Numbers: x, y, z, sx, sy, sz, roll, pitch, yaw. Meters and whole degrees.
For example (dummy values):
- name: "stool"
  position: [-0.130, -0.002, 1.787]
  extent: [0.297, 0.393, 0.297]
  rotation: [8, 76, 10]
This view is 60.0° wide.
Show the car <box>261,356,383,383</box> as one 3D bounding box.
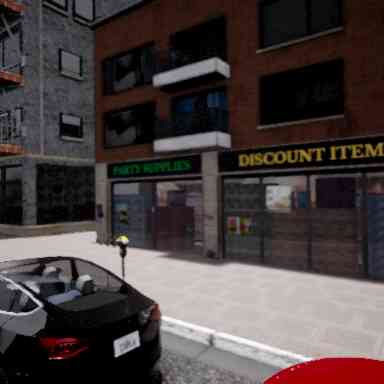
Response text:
- name: "car"
  position: [2.290, 1.547, 1.258]
  extent: [4.507, 1.381, 1.887]
  rotation: [0, -1, 36]

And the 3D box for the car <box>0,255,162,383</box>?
- name: "car"
  position: [-2.348, 1.560, 4.566]
  extent: [4.313, 1.339, 1.947]
  rotation: [0, -1, 36]
